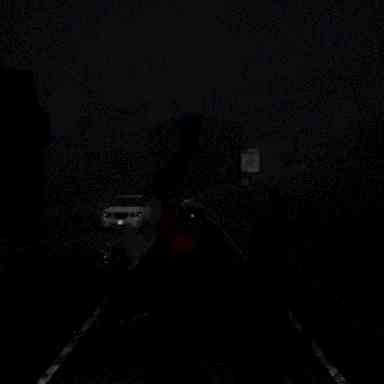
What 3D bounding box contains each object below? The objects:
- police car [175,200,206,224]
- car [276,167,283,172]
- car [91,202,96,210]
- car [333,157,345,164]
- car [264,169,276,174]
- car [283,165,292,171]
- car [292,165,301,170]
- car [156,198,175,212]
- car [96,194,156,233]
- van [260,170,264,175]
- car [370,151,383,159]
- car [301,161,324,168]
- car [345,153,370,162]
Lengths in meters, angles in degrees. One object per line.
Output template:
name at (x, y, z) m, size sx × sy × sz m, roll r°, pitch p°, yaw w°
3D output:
police car at (-0.083, 1.391, 24.506) m, size 1.930 × 1.638 × 5.238 m, roll 0°, pitch -1°, yaw -3°
car at (21.167, -4.916, 74.991) m, size 2.185 × 1.767 × 4.553 m, roll 0°, pitch 1°, yaw -1°
car at (-16.067, 2.379, 58.078) m, size 1.812 × 1.442 × 4.674 m, roll -1°, pitch -2°, yaw -37°
car at (21.755, -4.311, 47.372) m, size 2.231 × 1.521 × 4.892 m, roll 0°, pitch 1°, yaw -1°
car at (20.932, -4.962, 86.006) m, size 2.231 × 1.521 × 4.892 m, roll 0°, pitch 1°, yaw -1°
car at (21.285, -4.824, 69.473) m, size 2.185 × 1.767 × 4.553 m, roll 0°, pitch 1°, yaw -1°
car at (21.406, -4.560, 63.801) m, size 2.002 × 1.452 × 4.674 m, roll 0°, pitch 1°, yaw -1°
car at (-3.182, 1.530, 41.175) m, size 2.097 × 1.767 × 4.553 m, roll -1°, pitch -1°, yaw -17°
car at (-3.647, 1.164, 19.478) m, size 2.150 × 2.045 × 5.566 m, roll 0°, pitch 0°, yaw -1°
van at (20.818, -5.266, 91.399) m, size 1.878 × 1.987 × 4.442 m, roll 0°, pitch 1°, yaw -1°
car at (22.112, -4.032, 36.314) m, size 2.002 × 1.452 × 4.674 m, roll 0°, pitch 1°, yaw -2°
car at (21.522, -4.630, 58.307) m, size 2.185 × 1.767 × 4.553 m, roll 0°, pitch 1°, yaw -1°
car at (21.881, -4.200, 41.855) m, size 2.231 × 1.521 × 4.892 m, roll 0°, pitch 1°, yaw -1°
